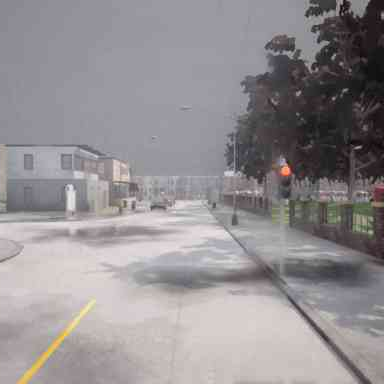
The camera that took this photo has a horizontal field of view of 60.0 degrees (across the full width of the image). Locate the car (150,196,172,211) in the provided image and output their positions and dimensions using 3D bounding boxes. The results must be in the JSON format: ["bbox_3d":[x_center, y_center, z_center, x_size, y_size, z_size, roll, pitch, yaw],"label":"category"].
[{"bbox_3d":[-4.092,1.547,41.965,2.033,1.411,5.357,0,0,0],"label":"car"}]

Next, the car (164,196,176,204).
[{"bbox_3d":[-4.053,1.526,62.283,1.812,1.442,4.674,0,0,1],"label":"car"}]

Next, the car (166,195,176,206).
[{"bbox_3d":[-4.083,1.352,52.067,2.097,1.767,4.553,0,0,0],"label":"car"}]
